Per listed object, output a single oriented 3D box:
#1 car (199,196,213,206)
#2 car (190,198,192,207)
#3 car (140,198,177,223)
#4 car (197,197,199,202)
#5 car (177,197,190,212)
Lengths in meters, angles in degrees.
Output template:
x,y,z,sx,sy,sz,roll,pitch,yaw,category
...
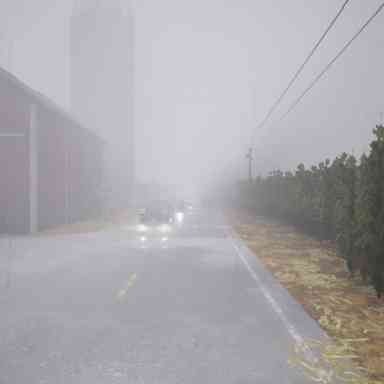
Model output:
x,y,z,sx,sy,sz,roll,pitch,yaw,category
2.548,1.477,55.961,1.882,1.535,5.008,0,0,1,car
-0.914,1.525,52.751,1.812,1.442,4.674,0,0,3,car
-2.607,1.352,25.602,2.097,1.767,4.553,0,0,3,car
2.196,1.489,69.719,2.128,1.511,4.902,0,0,-4,car
-1.765,1.491,39.146,2.128,1.511,4.902,0,0,4,car
